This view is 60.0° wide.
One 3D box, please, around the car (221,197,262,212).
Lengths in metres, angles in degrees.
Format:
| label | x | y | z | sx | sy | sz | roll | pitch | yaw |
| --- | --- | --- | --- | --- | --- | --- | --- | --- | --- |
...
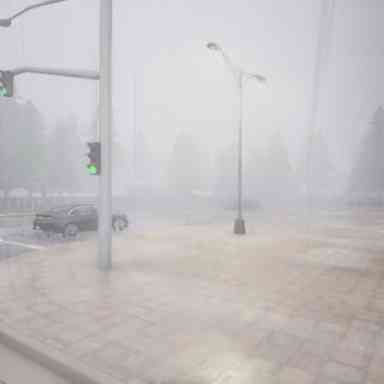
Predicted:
| label | x | y | z | sx | sy | sz | roll | pitch | yaw |
| --- | --- | --- | --- | --- | --- | --- | --- | --- | --- |
| car | 5.406 | 1.329 | 36.445 | 4.902 | 1.511 | 2.128 | 0 | 0 | -28 |

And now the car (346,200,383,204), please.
| label | x | y | z | sx | sy | sz | roll | pitch | yaw |
| --- | --- | --- | --- | --- | --- | --- | --- | --- | --- |
| car | 21.592 | 1.174 | 41.555 | 4.181 | 1.385 | 1.994 | 0 | 0 | -5 |

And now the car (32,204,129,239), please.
| label | x | y | z | sx | sy | sz | roll | pitch | yaw |
| --- | --- | --- | --- | --- | --- | --- | --- | --- | --- |
| car | -5.307 | 1.348 | 16.495 | 2.128 | 1.511 | 4.902 | 0 | 0 | 36 |
